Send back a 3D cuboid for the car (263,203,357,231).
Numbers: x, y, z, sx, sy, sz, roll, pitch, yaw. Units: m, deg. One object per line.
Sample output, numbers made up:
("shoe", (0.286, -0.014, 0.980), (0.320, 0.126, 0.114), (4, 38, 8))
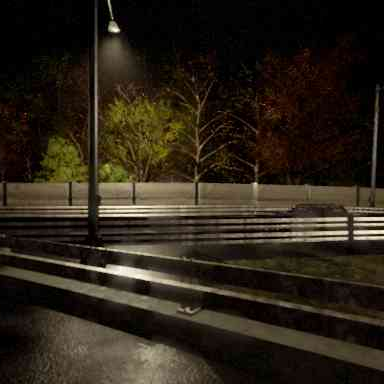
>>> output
("car", (6.046, 1.368, 17.285), (4.553, 1.767, 2.097), (0, 0, -11))
